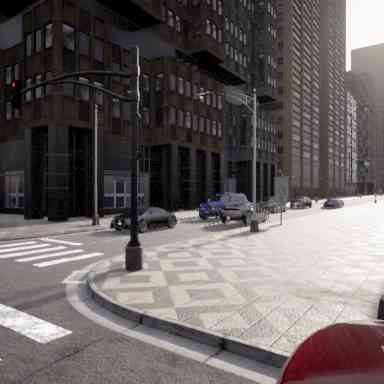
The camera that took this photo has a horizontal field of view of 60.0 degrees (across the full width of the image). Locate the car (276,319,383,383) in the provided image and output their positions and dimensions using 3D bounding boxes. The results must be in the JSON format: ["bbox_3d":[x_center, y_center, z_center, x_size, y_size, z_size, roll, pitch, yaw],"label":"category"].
[{"bbox_3d":[2.680,1.315,1.049,5.009,1.841,2.192,0,0,35],"label":"car"}]

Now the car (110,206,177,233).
[{"bbox_3d":[-2.749,1.524,19.546,1.994,1.385,4.181,0,0,35],"label":"car"}]

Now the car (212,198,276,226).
[{"bbox_3d":[3.735,1.444,23.183,2.128,1.511,4.902,0,0,35],"label":"car"}]

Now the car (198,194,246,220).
[{"bbox_3d":[2.735,1.161,27.312,2.150,2.045,5.566,0,0,35],"label":"car"}]

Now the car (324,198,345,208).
[{"bbox_3d":[19.428,1.454,45.436,1.994,1.385,4.181,0,0,36],"label":"car"}]

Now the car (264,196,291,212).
[{"bbox_3d":[8.370,1.270,35.269,2.097,1.767,4.553,0,0,35],"label":"car"}]

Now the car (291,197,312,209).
[{"bbox_3d":[14.352,1.385,43.676,2.128,1.511,4.902,0,0,35],"label":"car"}]
